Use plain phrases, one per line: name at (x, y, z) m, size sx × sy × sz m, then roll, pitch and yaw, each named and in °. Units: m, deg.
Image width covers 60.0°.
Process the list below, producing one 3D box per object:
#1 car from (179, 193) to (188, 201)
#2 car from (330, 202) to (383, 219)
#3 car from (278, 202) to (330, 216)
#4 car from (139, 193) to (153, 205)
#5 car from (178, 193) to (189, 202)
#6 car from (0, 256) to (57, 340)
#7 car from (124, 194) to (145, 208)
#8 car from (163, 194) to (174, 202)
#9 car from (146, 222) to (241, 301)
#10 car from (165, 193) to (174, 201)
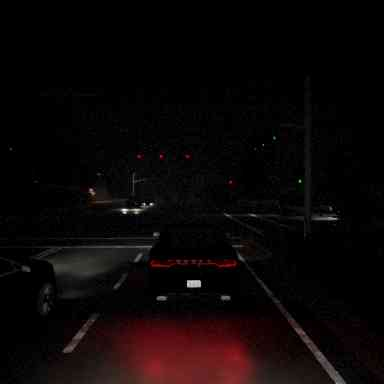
car at (-2.183, 1.225, 84.975) m, size 2.150 × 2.045 × 5.566 m, roll 0°, pitch 0°, yaw -1°
car at (14.761, 1.564, 28.959) m, size 4.181 × 1.385 × 1.994 m, roll 0°, pitch 0°, yaw -2°
car at (10.865, 1.601, 32.348) m, size 4.718 × 1.301 × 1.895 m, roll 0°, pitch 0°, yaw -2°
car at (-8.546, 1.221, 57.180) m, size 2.150 × 2.045 × 5.566 m, roll 0°, pitch 0°, yaw -1°
car at (-1.901, 1.225, 74.242) m, size 2.150 × 2.045 × 5.566 m, roll 0°, pitch 0°, yaw -1°
car at (-3.468, 1.492, 4.386) m, size 2.128 × 1.511 × 4.902 m, roll 0°, pitch 0°, yaw 0°
car at (-8.307, 1.477, 47.115) m, size 1.882 × 1.535 × 5.008 m, roll 0°, pitch 0°, yaw -1°
car at (-5.416, 1.533, 74.542) m, size 2.033 × 1.411 × 5.357 m, roll 0°, pitch 0°, yaw -1°
car at (0.001, 1.478, 8.378) m, size 1.882 × 1.535 × 5.008 m, roll 0°, pitch 0°, yaw -1°
car at (-5.689, 1.269, 85.147) m, size 2.097 × 1.767 × 4.553 m, roll 0°, pitch 0°, yaw -1°
